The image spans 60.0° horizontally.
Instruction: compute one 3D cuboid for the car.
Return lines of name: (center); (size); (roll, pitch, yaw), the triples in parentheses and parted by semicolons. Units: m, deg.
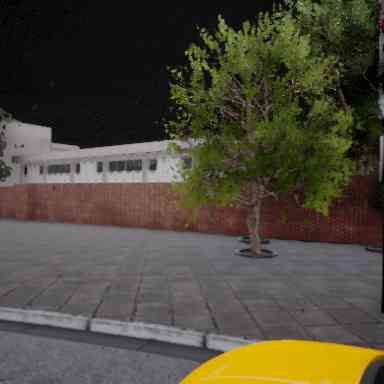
car: (2.083, 1.477, 1.354); (5.008, 1.535, 1.882); (0, 0, 27)
